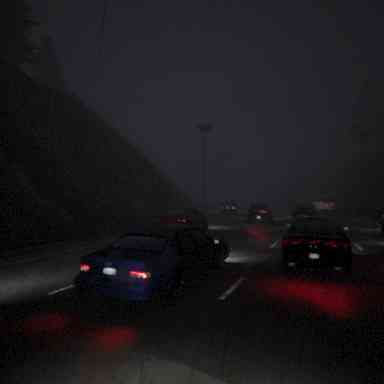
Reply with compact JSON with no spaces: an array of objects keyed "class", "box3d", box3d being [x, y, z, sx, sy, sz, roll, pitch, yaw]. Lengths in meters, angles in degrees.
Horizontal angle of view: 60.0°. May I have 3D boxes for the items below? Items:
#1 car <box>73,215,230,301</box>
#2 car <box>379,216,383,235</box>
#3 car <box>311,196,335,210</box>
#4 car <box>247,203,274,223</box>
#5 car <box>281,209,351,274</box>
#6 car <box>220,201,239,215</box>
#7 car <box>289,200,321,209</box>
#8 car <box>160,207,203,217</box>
[{"class":"car","box3d":[-0.589,1.564,8.591,2.033,1.411,5.357,1,0,23]},{"class":"car","box3d":[11.089,1.668,17.077,1.882,1.535,5.008,1,0,18]},{"class":"car","box3d":[15.153,1.524,39.203,2.150,2.045,5.566,1,0,8]},{"class":"car","box3d":[5.592,1.653,27.165,1.837,1.490,4.892,1,0,14]},{"class":"car","box3d":[4.134,1.562,11.098,1.882,1.535,5.008,1,0,21]},{"class":"car","box3d":[4.082,1.703,36.462,2.033,1.411,5.357,1,0,10]},{"class":"car","box3d":[9.511,1.707,28.469,1.837,1.490,4.892,1,0,14]},{"class":"car","box3d":[-0.453,1.574,18.985,1.812,1.442,4.674,1,0,19]}]
